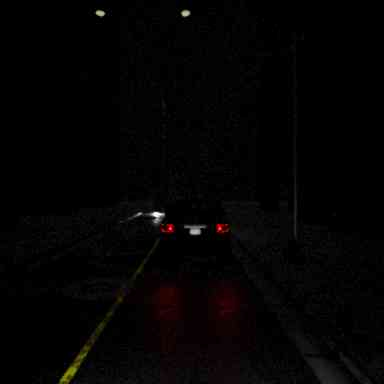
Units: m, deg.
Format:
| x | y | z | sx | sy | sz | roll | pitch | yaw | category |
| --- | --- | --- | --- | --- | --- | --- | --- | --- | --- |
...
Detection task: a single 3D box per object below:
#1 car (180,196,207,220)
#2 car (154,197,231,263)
| x | y | z | sx | sy | sz | roll | pitch | yaw | category |
| --- | --- | --- | --- | --- | --- | --- | --- | --- | --- |
| 0.095 | 1.277 | 28.040 | 2.097 | 1.767 | 4.553 | 0 | 0 | 0 | car |
| 0.094 | 1.182 | 11.912 | 2.150 | 2.045 | 5.566 | 0 | 0 | 0 | car |
